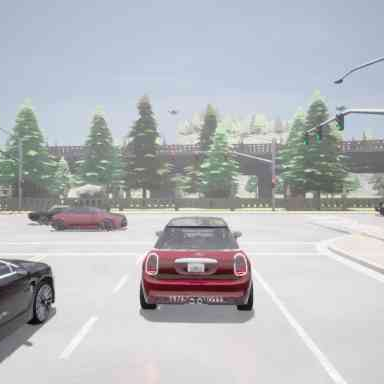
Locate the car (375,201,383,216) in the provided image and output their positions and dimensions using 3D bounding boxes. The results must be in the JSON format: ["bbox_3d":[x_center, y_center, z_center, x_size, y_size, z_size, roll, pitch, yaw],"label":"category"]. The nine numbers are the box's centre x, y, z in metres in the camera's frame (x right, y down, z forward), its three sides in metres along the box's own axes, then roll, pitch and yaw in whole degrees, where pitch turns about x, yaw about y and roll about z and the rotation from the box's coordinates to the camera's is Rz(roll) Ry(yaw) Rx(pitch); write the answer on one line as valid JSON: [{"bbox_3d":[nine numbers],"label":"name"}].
[{"bbox_3d":[19.473,1.166,29.666,5.566,2.045,2.150,0,0,1],"label":"car"}]

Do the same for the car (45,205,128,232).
[{"bbox_3d":[-5.902,1.544,19.356,4.181,1.385,1.994,0,0,1],"label":"car"}]

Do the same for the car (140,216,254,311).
[{"bbox_3d":[0.148,1.352,7.968,2.097,1.767,4.553,0,0,2],"label":"car"}]

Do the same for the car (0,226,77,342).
[{"bbox_3d":[-3.432,1.492,4.217,2.128,1.511,4.902,0,0,0],"label":"car"}]

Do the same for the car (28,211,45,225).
[{"bbox_3d":[-8.503,1.570,22.893,4.718,1.301,1.895,0,0,1],"label":"car"}]
